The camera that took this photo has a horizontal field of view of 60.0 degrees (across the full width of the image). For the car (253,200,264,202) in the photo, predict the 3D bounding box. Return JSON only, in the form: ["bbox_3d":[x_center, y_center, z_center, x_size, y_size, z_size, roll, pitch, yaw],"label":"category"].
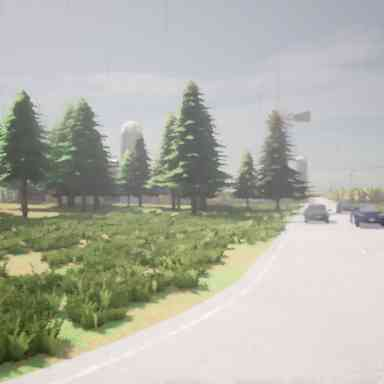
[{"bbox_3d":[17.154,2.369,86.497,1.905,1.878,3.866,-1,-1,-11],"label":"car"}]

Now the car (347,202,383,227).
[{"bbox_3d":[12.481,1.665,23.772,1.812,1.442,4.674,-2,-1,20],"label":"car"}]

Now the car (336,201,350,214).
[{"bbox_3d":[18.611,1.838,40.381,2.033,1.411,5.357,-2,-1,20],"label":"car"}]

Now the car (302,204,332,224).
[{"bbox_3d":[10.322,1.766,27.466,1.837,1.490,4.892,-2,-2,20],"label":"car"}]
